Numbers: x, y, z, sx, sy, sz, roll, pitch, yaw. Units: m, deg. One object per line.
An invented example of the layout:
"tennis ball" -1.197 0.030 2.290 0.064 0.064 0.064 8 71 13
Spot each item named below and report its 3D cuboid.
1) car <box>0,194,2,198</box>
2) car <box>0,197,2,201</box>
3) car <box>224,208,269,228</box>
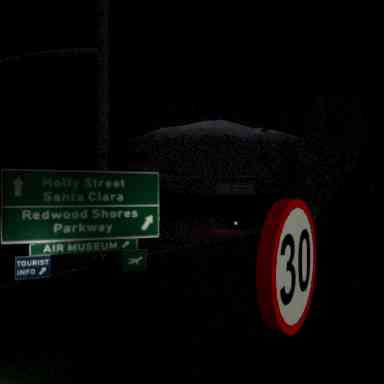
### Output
"car" -38.770 1.489 69.898 4.514 1.523 2.007 0 0 35
"car" -12.447 1.504 26.027 1.905 1.878 3.866 0 0 35
"car" 4.251 1.792 24.157 1.895 1.301 4.718 0 0 36
